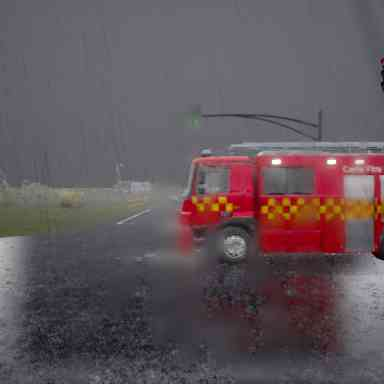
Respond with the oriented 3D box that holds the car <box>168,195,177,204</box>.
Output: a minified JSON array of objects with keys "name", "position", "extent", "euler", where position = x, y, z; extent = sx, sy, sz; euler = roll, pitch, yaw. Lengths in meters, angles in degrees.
[{"name":"car","position":[-3.502,1.418,63.605],"extent":[1.837,1.490,4.892],"euler":[0,0,0]}]

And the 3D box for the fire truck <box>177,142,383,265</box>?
[{"name":"fire truck","position":[3.842,0.329,11.459],"extent":[8.468,3.827,2.891],"euler":[0,0,-1]}]
